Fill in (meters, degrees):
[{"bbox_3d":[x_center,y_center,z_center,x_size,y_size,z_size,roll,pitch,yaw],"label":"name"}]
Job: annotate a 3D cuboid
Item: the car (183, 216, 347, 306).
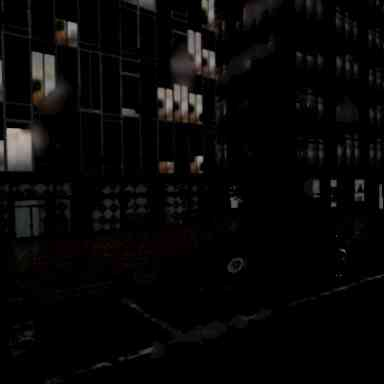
[{"bbox_3d":[1.766,1.363,7.787,4.097,1.590,1.967,-1,0,-35],"label":"car"}]
